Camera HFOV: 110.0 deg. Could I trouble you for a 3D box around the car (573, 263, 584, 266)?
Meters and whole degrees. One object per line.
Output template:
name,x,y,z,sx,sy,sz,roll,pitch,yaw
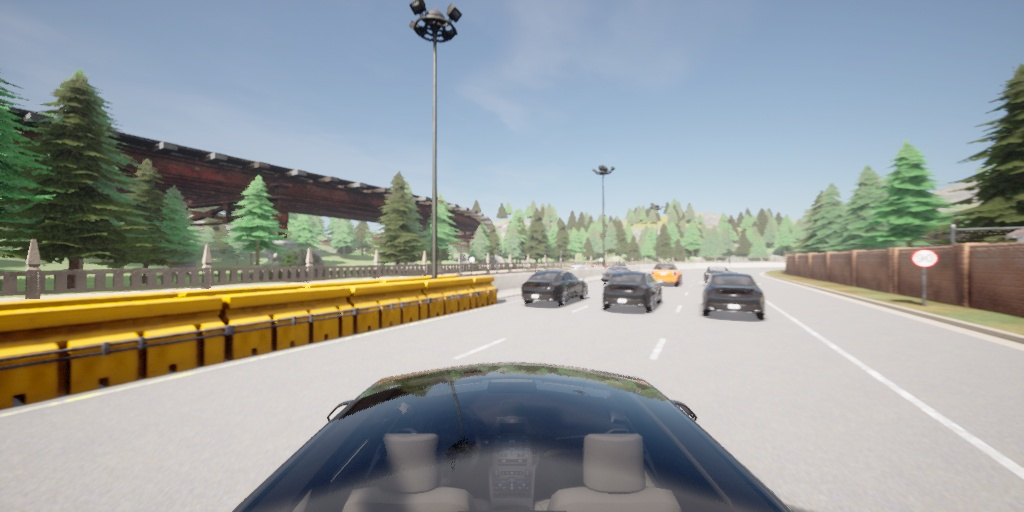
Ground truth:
car,11.885,1.934,63.573,1.812,1.442,4.674,-1,-1,34

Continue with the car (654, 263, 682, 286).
car,12.245,1.379,28.458,2.097,1.767,4.553,0,-1,29

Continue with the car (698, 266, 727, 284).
car,15.369,1.500,26.877,2.128,1.511,4.902,0,-1,29

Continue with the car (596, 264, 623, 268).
car,8.719,1.588,29.312,2.033,1.411,5.357,0,-1,28

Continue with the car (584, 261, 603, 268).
car,14.647,1.735,61.446,2.097,1.767,4.553,0,-1,34

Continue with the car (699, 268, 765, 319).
car,8.290,1.378,13.654,1.837,1.490,4.892,0,0,29

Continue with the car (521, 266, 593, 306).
car,2.120,1.420,16.959,1.837,1.490,4.892,0,0,29

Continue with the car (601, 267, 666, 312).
car,5.202,1.399,15.302,1.837,1.490,4.892,0,0,29
